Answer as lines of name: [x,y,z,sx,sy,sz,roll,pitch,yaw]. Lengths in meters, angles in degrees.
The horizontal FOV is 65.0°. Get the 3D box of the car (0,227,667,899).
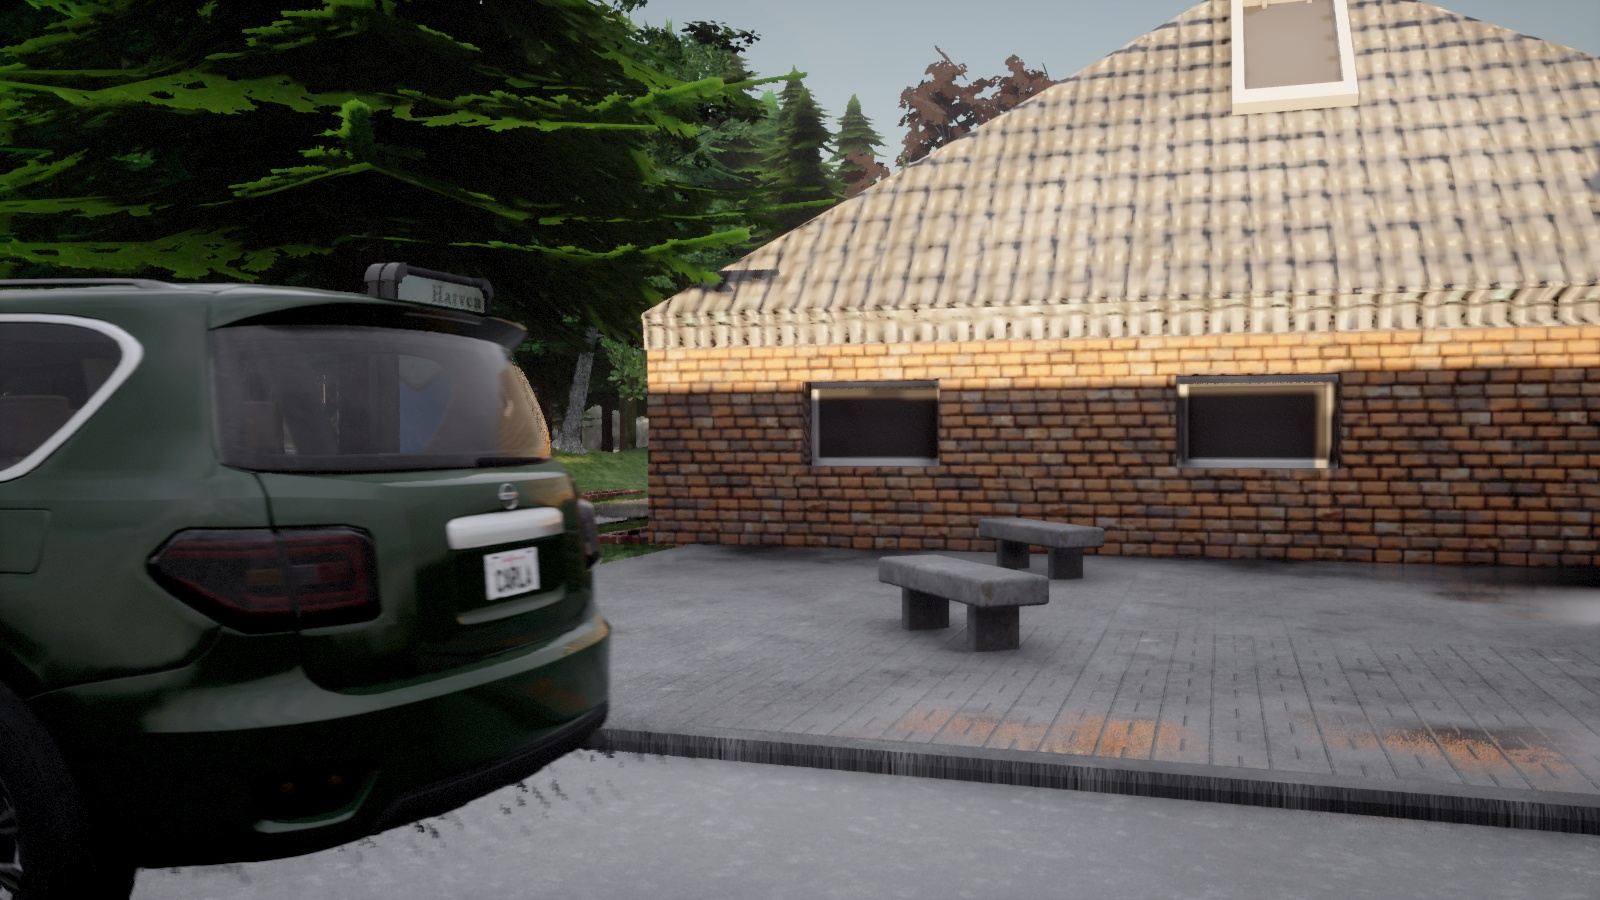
car: [-3.515,0.454,4.898,5.566,2.045,2.150,1,1,19]
